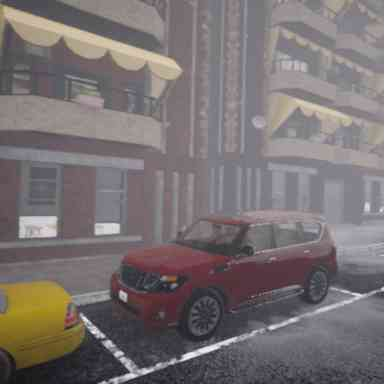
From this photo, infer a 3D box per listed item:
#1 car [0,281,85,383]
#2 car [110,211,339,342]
[{"bbox_3d":[-3.673,1.524,3.440,4.829,1.417,1.752,1,1,-36],"label":"car"},{"bbox_3d":[0.958,1.358,6.769,5.009,1.841,2.192,1,1,-36],"label":"car"}]
